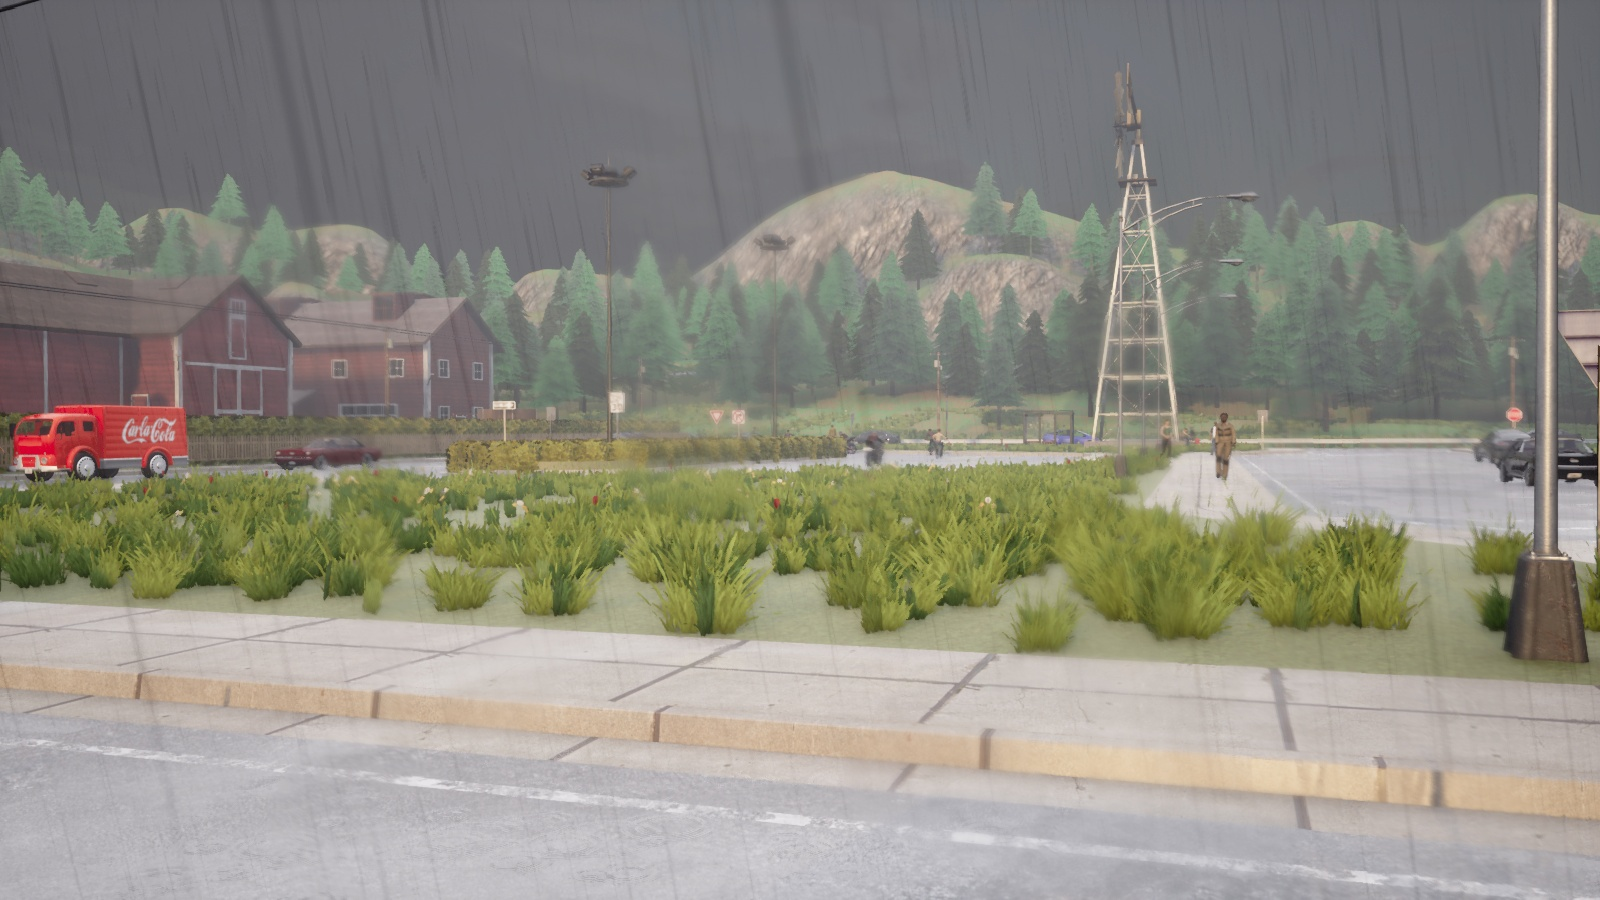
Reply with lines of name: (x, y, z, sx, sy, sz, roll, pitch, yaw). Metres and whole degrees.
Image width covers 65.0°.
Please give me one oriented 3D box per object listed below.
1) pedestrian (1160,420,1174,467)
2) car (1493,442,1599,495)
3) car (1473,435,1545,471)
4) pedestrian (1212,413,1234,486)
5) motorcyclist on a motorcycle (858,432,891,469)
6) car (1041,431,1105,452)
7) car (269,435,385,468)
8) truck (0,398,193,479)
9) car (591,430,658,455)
pedestrian: (14.605, -0.266, 49.959, 0.345, 1.836, 0.594, 0, 1, -4)
car: (20.461, 0.456, 34.183, 1.895, 1.301, 4.718, 1, 1, 18)
car: (30.640, 0.096, 54.416, 1.812, 1.442, 4.674, 1, 1, 18)
pedestrian: (11.308, -0.013, 33.545, 0.396, 1.930, 0.692, 1, 1, 30)
motorcyclist on a motorcycle: (3.210, 0.011, 53.849, 0.866, 1.530, 2.191, 1, 1, 18)
car: (20.738, -0.677, 95.440, 4.514, 1.525, 2.007, 1, 1, 19)
car: (-19.436, 0.024, 51.847, 1.895, 1.301, 4.718, 1, 1, 19)
truck: (-22.993, -0.409, 41.217, 2.627, 2.467, 5.204, 1, 1, 18)
car: (-10.810, -0.500, 77.587, 2.128, 1.511, 4.902, 1, 1, 19)
